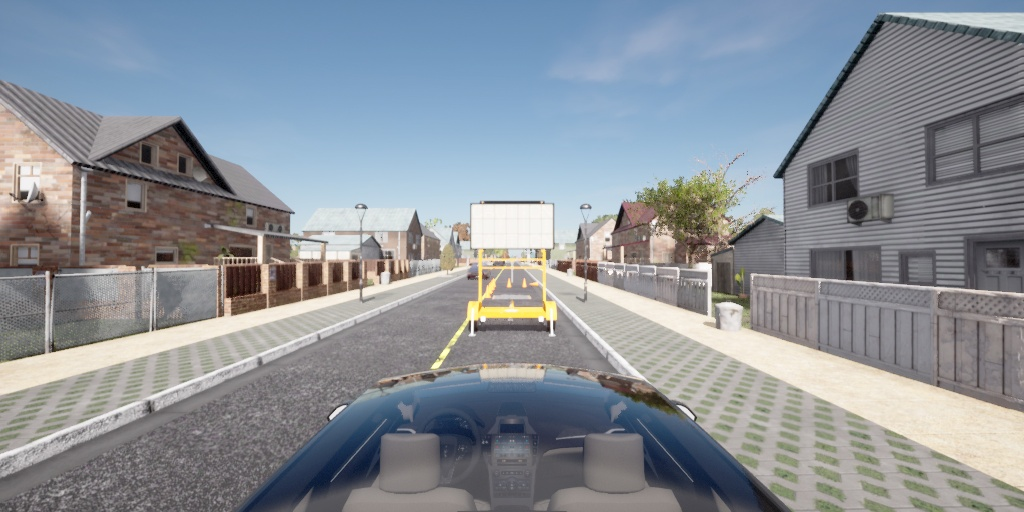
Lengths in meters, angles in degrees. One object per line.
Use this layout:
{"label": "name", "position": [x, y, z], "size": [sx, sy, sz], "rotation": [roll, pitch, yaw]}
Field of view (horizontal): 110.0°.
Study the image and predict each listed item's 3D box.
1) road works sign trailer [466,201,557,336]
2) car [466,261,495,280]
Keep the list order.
{"label": "road works sign trailer", "position": [0.007, 0.219, 10.362], "size": [2.380, 3.560, 2.880], "rotation": [0, 0, 0]}
{"label": "car", "position": [-2.873, 1.340, 31.945], "size": [2.033, 1.411, 5.357], "rotation": [0, 0, 0]}
